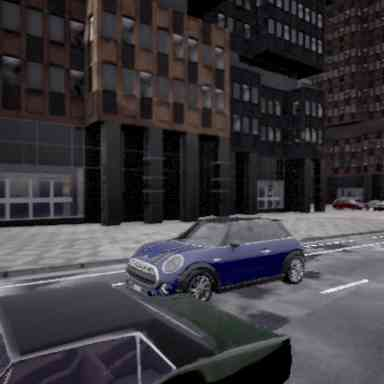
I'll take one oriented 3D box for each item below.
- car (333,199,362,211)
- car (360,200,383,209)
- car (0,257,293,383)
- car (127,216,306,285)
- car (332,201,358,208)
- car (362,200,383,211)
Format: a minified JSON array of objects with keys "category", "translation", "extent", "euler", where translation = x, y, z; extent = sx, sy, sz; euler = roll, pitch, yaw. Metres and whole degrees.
[{"category":"car","translation":[25.827,2.130,55.029],"extent":[2.192,1.841,5.009],"euler":[0,0,-36]},{"category":"car","translation":[32.768,2.237,59.981],"extent":[1.967,1.590,4.097],"euler":[0,0,-36]},{"category":"car","translation":[-1.399,1.605,2.685],"extent":[4.718,1.301,1.895],"euler":[1,-1,-35]},{"category":"car","translation":[0.703,1.422,8.177],"extent":[4.553,1.767,2.097],"euler":[1,-1,-35]},{"category":"car","translation":[29.616,2.398,64.395],"extent":[1.802,1.307,4.206],"euler":[0,0,-36]},{"category":"car","translation":[28.982,2.362,50.613],"extent":[1.947,1.339,4.313],"euler":[0,0,-36]}]
